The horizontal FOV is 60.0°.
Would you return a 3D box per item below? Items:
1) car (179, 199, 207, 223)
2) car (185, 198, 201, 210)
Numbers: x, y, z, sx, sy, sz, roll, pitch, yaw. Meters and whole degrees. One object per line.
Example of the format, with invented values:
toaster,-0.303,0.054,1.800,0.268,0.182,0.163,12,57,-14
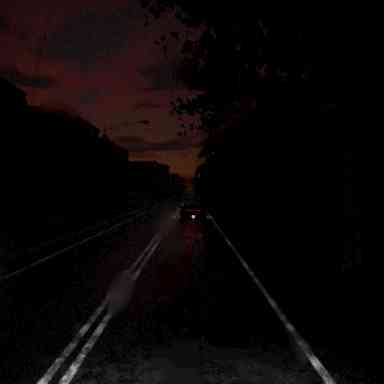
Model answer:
car,0.094,1.452,25.327,1.837,1.490,4.892,0,0,0
car,0.090,1.507,42.230,1.895,1.301,4.718,0,0,0
